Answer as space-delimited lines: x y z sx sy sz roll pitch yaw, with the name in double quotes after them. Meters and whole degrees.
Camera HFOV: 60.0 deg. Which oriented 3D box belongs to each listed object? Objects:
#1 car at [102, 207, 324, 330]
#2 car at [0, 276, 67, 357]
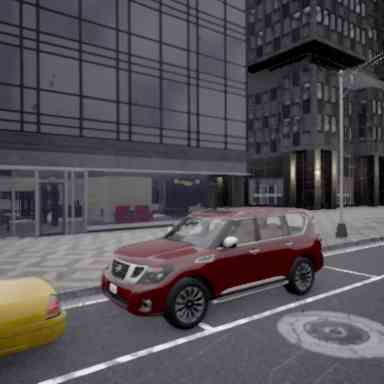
0.729 1.286 7.051 5.009 1.841 2.192 0 0 -35 "car"
-3.999 1.534 3.681 4.829 1.417 1.752 -1 0 -35 "car"
